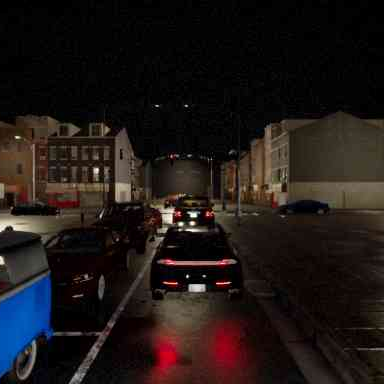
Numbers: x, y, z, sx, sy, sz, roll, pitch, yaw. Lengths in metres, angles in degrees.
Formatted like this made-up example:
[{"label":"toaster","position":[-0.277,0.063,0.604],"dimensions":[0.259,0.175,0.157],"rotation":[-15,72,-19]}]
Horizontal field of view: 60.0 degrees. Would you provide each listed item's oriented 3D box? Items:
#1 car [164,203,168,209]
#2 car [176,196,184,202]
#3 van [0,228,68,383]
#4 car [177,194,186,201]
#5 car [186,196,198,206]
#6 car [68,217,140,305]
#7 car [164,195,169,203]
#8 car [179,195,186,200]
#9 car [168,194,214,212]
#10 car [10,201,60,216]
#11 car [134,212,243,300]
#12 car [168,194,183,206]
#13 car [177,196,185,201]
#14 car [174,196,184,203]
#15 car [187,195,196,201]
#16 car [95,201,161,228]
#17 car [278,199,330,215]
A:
[{"label":"car","position":[-2.661,1.547,19.009],"dimensions":[1.887,1.381,4.507],"rotation":[0,0,0]},{"label":"car","position":[-2.719,1.590,77.811],"dimensions":[1.752,1.417,4.829],"rotation":[0,0,0]},{"label":"van","position":[-2.646,1.341,2.708],"dimensions":[1.690,1.788,3.998],"rotation":[0,0,0]},{"label":"car","position":[-2.732,1.401,88.835],"dimensions":[2.192,1.841,5.009],"rotation":[0,0,0]},{"label":"car","position":[0.023,1.510,58.064],"dimensions":[1.882,1.535,5.008],"rotation":[0,0,0]},{"label":"car","position":[-2.651,1.544,8.142],"dimensions":[1.887,1.381,4.507],"rotation":[0,0,0]},{"label":"car","position":[-2.689,1.334,45.419],"dimensions":[2.192,1.841,5.009],"rotation":[0,0,0]},{"label":"car","position":[-2.736,1.538,94.261],"dimensions":[1.967,1.590,4.097],"rotation":[0,0,0]},{"label":"car","position":[0.082,1.223,18.530],"dimensions":[2.150,2.045,5.566],"rotation":[0,0,0]},{"label":"car","position":[-14.483,1.572,30.866],"dimensions":[4.181,1.385,1.994],"rotation":[0,0,0]},{"label":"car","position":[0.090,1.491,8.337],"dimensions":[2.128,1.511,4.902],"rotation":[0,0,0]},{"label":"car","position":[-2.700,1.345,56.273],"dimensions":[2.192,1.841,5.009],"rotation":[0,0,0]},{"label":"car","position":[-2.725,1.641,83.407],"dimensions":[1.947,1.339,4.313],"rotation":[0,0,0]},{"label":"car","position":[-2.714,1.606,72.553],"dimensions":[2.008,1.369,4.403],"rotation":[0,0,0]},{"label":"car","position":[-0.083,1.605,85.408],"dimensions":[2.128,1.511,4.902],"rotation":[0,0,0]},{"label":"car","position":[-2.657,1.315,13.576],"dimensions":[2.192,1.841,5.009],"rotation":[0,0,0]},{"label":"car","position":[11.315,1.493,33.798],"dimensions":[5.008,1.535,1.882],"rotation":[0,0,0]}]
